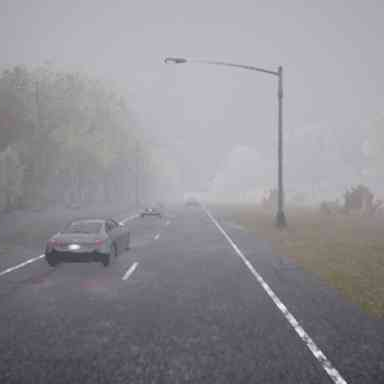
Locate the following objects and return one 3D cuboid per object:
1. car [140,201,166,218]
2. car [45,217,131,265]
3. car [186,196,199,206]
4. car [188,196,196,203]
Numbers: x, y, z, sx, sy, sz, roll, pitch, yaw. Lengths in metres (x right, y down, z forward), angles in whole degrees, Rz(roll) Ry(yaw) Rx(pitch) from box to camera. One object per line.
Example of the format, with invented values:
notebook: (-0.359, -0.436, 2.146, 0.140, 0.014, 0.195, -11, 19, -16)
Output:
car: (-3.398, 1.541, 29.582, 2.033, 1.411, 5.357, 0, 0, 0)
car: (-3.399, 1.561, 11.616, 1.994, 1.385, 4.181, 0, 0, 0)
car: (0.106, 1.554, 54.199, 1.994, 1.385, 4.181, 0, 0, 0)
car: (0.010, 1.514, 70.521, 1.812, 1.442, 4.674, 0, 0, 0)
